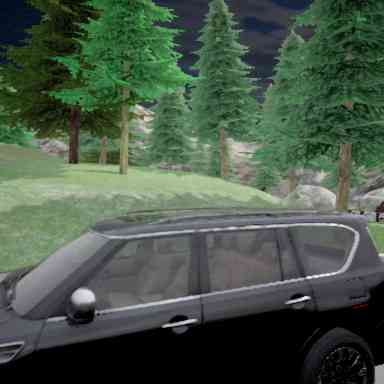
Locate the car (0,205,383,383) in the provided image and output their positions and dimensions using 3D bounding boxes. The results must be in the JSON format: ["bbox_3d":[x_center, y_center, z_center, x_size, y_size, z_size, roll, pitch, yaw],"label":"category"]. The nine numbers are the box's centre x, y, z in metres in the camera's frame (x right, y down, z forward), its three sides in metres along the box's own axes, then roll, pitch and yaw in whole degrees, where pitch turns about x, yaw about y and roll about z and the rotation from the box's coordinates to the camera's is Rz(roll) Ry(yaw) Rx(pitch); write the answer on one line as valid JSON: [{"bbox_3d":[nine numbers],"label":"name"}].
[{"bbox_3d":[-0.383,1.221,3.555,5.566,2.045,2.150,0,0,-22],"label":"car"}]

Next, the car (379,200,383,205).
[{"bbox_3d":[16.344,1.367,25.262,2.097,1.767,4.553,0,0,-19],"label":"car"}]
